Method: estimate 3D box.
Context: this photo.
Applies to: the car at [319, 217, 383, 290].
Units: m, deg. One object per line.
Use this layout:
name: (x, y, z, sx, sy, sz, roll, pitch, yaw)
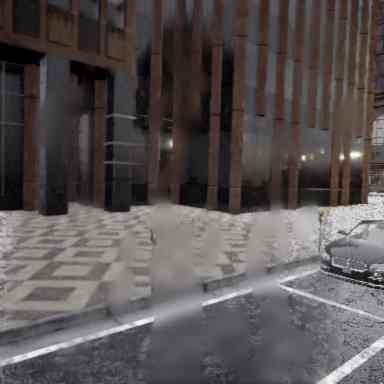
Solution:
car: (4.750, 1.306, 7.956, 4.403, 1.369, 2.008, 0, 3, -40)
